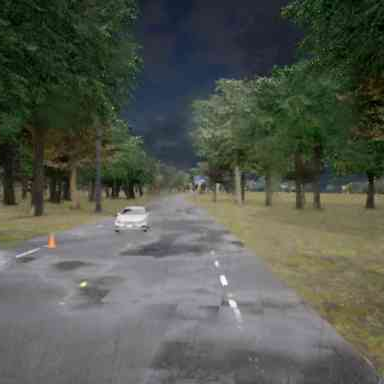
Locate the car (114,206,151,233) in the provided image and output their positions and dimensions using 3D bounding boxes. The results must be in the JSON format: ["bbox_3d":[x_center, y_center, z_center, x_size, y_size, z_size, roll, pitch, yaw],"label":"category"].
[{"bbox_3d":[-3.529,1.611,20.477,1.812,1.442,4.674,0,0,-4],"label":"car"}]
